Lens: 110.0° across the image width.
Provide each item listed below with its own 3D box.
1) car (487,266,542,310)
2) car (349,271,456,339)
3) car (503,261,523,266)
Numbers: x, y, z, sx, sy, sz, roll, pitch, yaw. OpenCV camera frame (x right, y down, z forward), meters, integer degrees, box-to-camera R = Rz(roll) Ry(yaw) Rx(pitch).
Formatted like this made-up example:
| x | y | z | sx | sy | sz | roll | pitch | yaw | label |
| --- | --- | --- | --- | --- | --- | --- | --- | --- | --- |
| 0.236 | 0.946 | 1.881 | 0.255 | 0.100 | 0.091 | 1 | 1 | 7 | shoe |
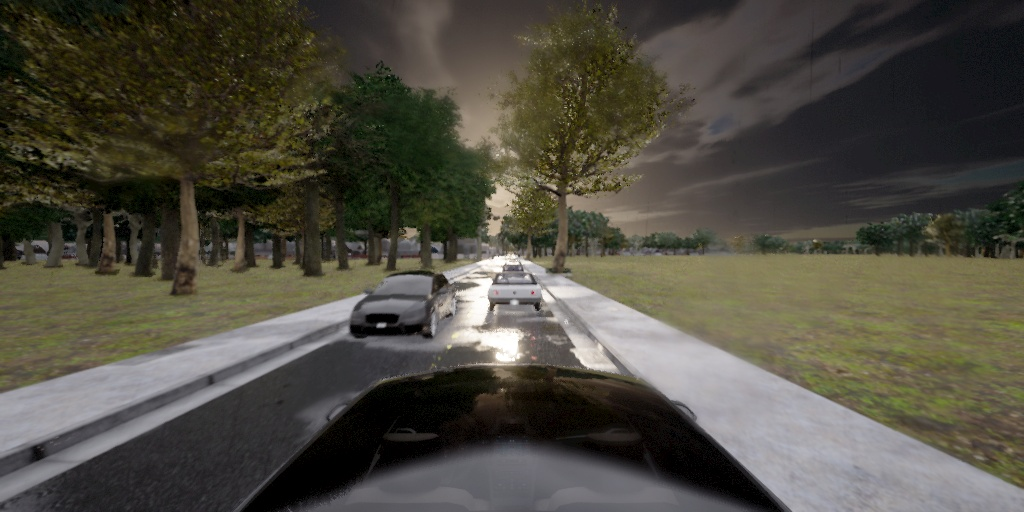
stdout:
| x | y | z | sx | sy | sz | roll | pitch | yaw | label |
| --- | --- | --- | --- | --- | --- | --- | --- | --- | --- |
| 0.093 | 1.260 | 14.246 | 1.895 | 1.301 | 4.718 | 0 | 0 | 0 | car |
| -2.752 | 1.196 | 9.981 | 1.837 | 1.490 | 4.892 | 0 | 0 | 0 | car |
| 0.091 | 1.118 | 33.845 | 1.895 | 1.301 | 4.718 | 0 | 0 | 0 | car |
